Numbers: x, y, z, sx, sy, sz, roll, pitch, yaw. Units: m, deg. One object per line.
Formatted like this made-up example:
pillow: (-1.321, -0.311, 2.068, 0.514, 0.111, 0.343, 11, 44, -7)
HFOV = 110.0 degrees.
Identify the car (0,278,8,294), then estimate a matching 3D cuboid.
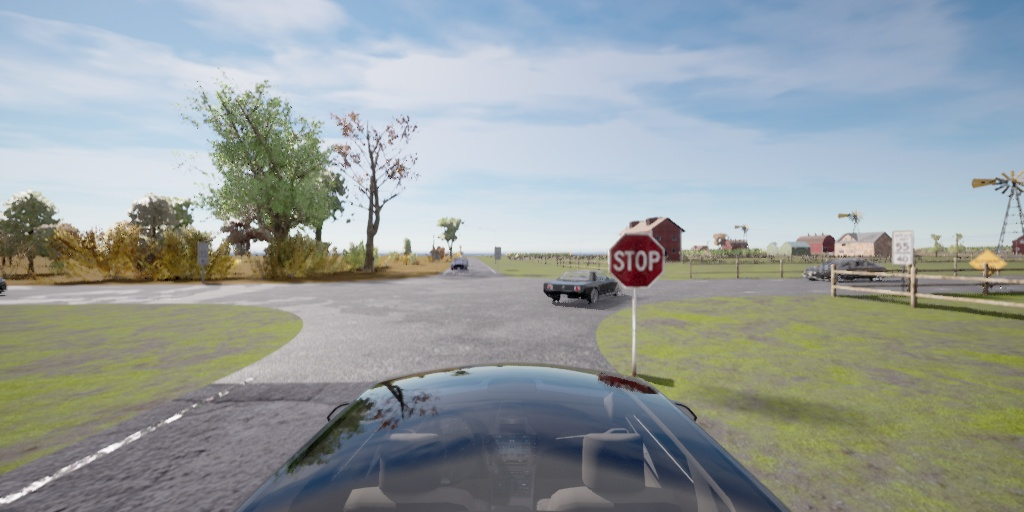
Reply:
car: (-28.888, 1.349, 18.194, 4.902, 1.511, 2.128, 0, 0, -1)

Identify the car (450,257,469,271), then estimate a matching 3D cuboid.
car: (-6.805, 0.937, 46.304, 2.097, 1.767, 4.553, 0, 0, -6)

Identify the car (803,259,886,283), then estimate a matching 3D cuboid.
car: (22.412, 0.977, 24.235, 4.892, 1.490, 1.837, 0, 0, -4)

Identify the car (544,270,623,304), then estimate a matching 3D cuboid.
car: (3.376, 1.268, 15.972, 1.895, 1.301, 4.718, 0, 1, 36)

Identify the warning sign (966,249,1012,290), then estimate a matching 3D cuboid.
warning sign: (22.707, 0.634, 17.090, 1.060, 1.860, 1.300, 0, 0, -4)
